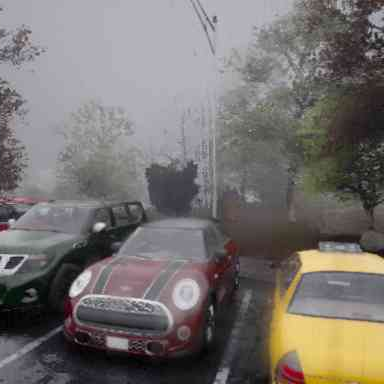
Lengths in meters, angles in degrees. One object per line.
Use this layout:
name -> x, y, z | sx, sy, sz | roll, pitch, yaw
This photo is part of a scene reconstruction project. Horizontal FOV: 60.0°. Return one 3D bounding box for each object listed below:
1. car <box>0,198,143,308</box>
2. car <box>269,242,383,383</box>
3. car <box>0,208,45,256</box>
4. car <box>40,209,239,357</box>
car -> -2.803, 1.201, 8.042 | 2.435, 2.045, 5.566 | 1, 0, 15
car -> 2.097, 1.487, 4.836 | 1.946, 1.575, 5.366 | 0, -1, 15
car -> -7.698, 1.410, 11.449 | 2.231, 1.521, 4.892 | 0, 0, 14
car -> -0.360, 1.348, 6.397 | 2.185, 1.767, 4.553 | 1, 0, 15
